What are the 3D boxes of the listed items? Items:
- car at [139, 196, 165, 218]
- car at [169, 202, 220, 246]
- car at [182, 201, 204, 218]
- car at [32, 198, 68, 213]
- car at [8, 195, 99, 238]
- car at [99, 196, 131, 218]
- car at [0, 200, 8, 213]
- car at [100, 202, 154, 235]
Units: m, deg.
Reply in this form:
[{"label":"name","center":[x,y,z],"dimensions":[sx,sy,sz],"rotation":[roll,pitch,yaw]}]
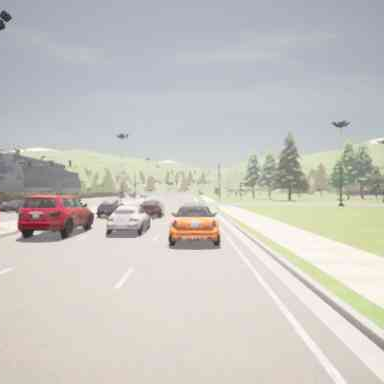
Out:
[{"label":"car","center":[-3.497,1.413,29.456],"dimensions":[1.882,1.535,5.008],"rotation":[0,0,0]},{"label":"car","center":[0.101,1.321,15.238],"dimensions":[2.097,1.767,4.553],"rotation":[0,0,0]},{"label":"car","center":[0.060,1.535,30.317],"dimensions":[1.895,1.301,4.718],"rotation":[0,0,0]},{"label":"car","center":[-15.151,1.427,35.890],"dimensions":[1.837,1.490,4.892],"rotation":[0,0,-1]},{"label":"car","center":[-6.937,1.181,17.493],"dimensions":[2.150,2.045,5.566],"rotation":[0,0,0]},{"label":"car","center":[-6.996,1.427,29.474],"dimensions":[2.128,1.511,4.902],"rotation":[0,0,0]},{"label":"car","center":[-18.649,1.485,35.726],"dimensions":[1.994,1.385,4.181],"rotation":[0,0,0]},{"label":"car","center":[-3.431,1.485,18.454],"dimensions":[1.812,1.442,4.674],"rotation":[0,0,1]}]
